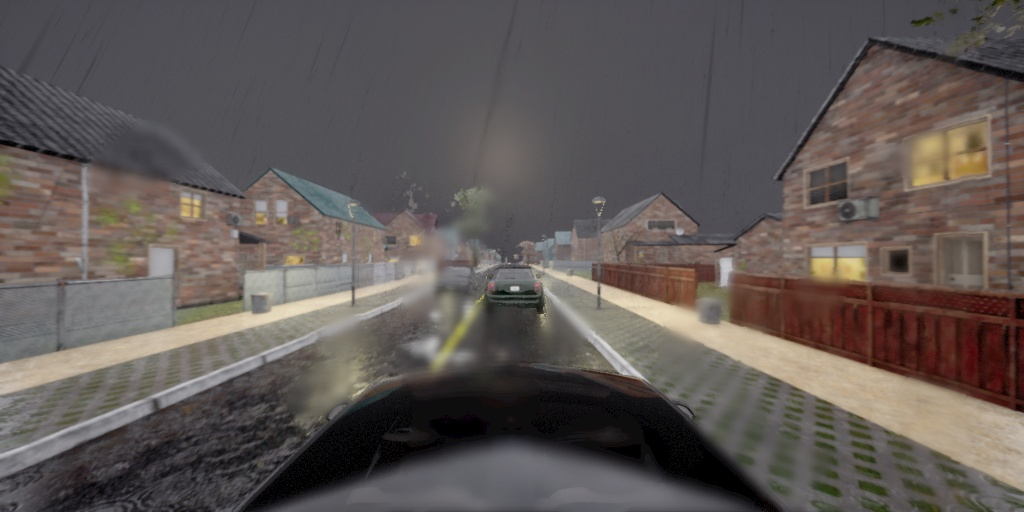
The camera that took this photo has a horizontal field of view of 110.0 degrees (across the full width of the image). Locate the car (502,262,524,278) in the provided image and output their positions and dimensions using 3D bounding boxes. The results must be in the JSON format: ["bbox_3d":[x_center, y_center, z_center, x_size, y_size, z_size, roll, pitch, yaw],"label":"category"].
[{"bbox_3d":[0.090,1.370,36.109,2.033,1.411,5.357,0,0,0],"label":"car"}]

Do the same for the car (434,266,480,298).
[{"bbox_3d":[-2.780,1.272,18.793,1.837,1.490,4.892,0,-1,0],"label":"car"}]

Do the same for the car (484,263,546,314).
[{"bbox_3d":[0.097,1.111,14.050,2.097,1.767,4.553,0,0,0],"label":"car"}]
